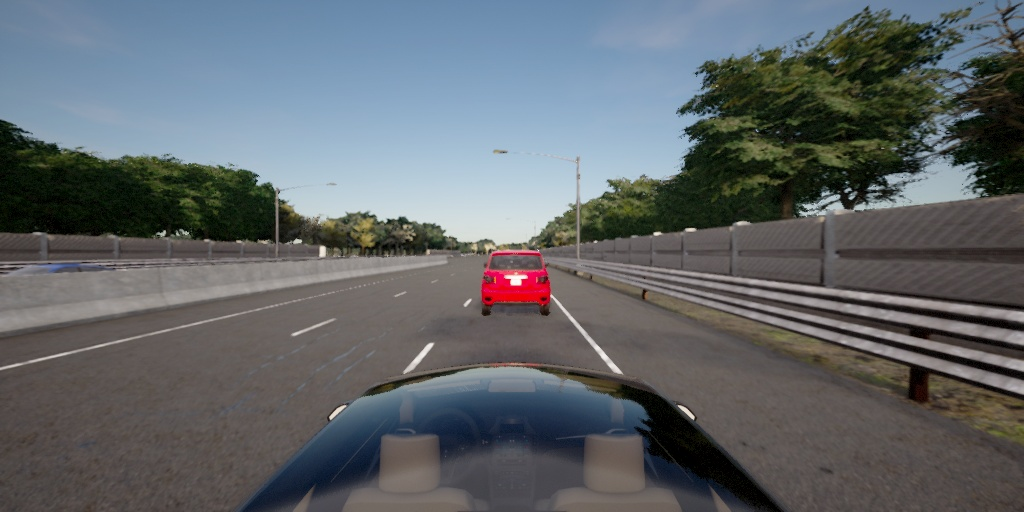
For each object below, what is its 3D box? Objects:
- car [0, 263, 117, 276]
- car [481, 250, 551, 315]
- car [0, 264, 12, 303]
[{"bbox_3d":[-17.568,1.053,13.696,1.882,1.535,5.008,0,1,0],"label":"car"},{"bbox_3d":[0.123,0.804,12.903,2.150,2.045,5.566,0,1,0],"label":"car"},{"bbox_3d":[-21.075,1.091,11.880,2.128,1.511,4.902,0,1,0],"label":"car"}]
